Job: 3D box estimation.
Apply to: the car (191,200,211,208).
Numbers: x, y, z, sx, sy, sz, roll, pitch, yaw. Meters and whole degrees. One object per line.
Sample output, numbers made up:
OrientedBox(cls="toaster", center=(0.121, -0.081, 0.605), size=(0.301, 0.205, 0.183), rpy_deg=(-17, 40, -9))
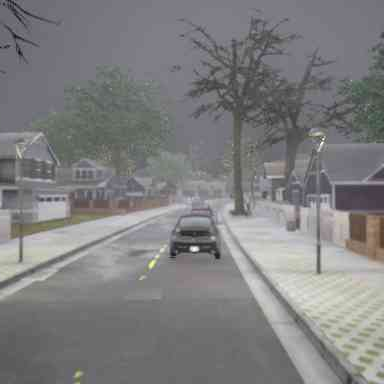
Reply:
OrientedBox(cls="car", center=(0.876, 1.754, 28.380), size=(2.128, 1.511, 4.902), rpy_deg=(0, 0, 4))

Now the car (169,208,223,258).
OrientedBox(cls="car", center=(0.175, 1.638, 13.446), size=(1.837, 1.490, 4.892), rpy_deg=(0, 0, 2))
